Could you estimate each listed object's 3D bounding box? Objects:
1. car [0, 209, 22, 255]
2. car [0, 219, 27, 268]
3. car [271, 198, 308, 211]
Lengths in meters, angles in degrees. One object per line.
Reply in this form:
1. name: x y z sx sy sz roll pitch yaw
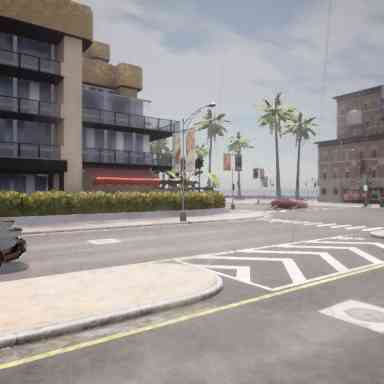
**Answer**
1. car: -8.898 1.492 11.773 4.902 1.511 2.128 0 0 -35
2. car: -7.086 1.492 8.770 4.902 1.511 2.128 0 0 -36
3. car: 12.332 1.477 42.198 1.882 1.535 5.008 0 0 -35
